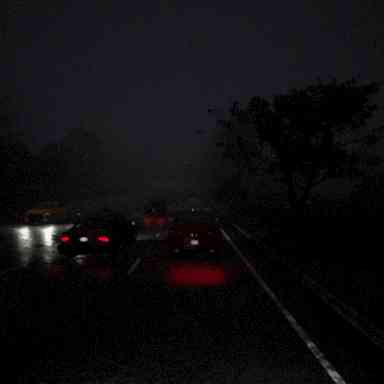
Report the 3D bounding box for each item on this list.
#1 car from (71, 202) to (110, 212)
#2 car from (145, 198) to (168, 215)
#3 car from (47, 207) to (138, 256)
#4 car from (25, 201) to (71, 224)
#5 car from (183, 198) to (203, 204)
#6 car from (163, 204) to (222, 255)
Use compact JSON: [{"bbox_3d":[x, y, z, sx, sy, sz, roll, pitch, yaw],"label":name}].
[{"bbox_3d":[-7.105,1.526,24.890,1.812,1.442,4.674,0,0,0],"label":"car"},{"bbox_3d":[-3.410,1.354,32.143,2.128,1.511,4.902,0,2,0],"label":"car"},{"bbox_3d":[-3.406,1.550,12.988,2.033,1.411,5.357,0,0,0],"label":"car"},{"bbox_3d":[-10.605,1.478,24.907,1.882,1.535,5.008,0,0,0],"label":"car"},{"bbox_3d":[0.090,1.357,33.020,1.812,1.442,4.674,0,2,0],"label":"car"},{"bbox_3d":[0.089,1.480,13.270,1.882,1.535,5.008,0,0,0],"label":"car"}]
